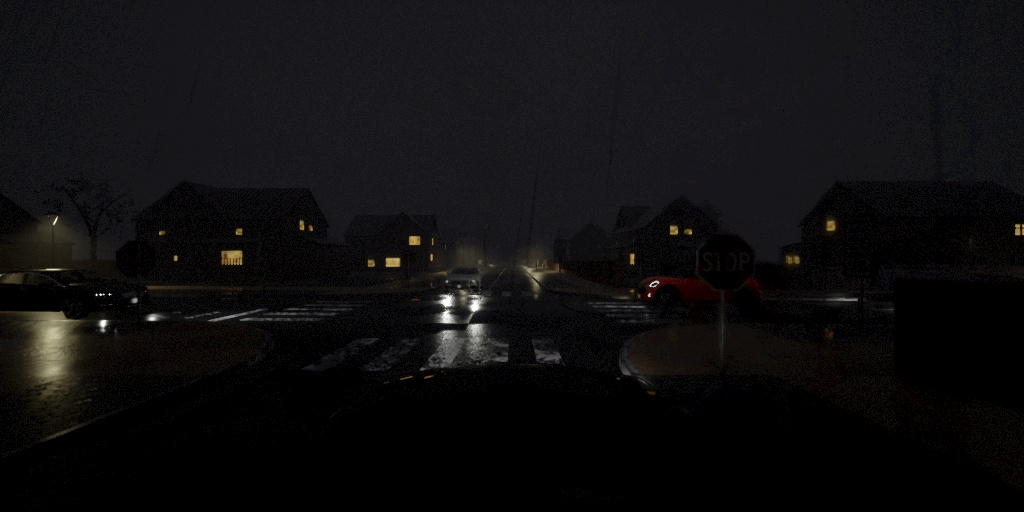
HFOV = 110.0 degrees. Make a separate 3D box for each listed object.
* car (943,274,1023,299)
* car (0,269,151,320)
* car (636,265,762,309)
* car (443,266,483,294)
[{"bbox_3d":[19.319,1.434,14.782,4.181,1.385,1.994,0,0,0],"label":"car"},{"bbox_3d":[-14.861,1.186,11.811,4.902,1.511,2.128,0,0,0],"label":"car"},{"bbox_3d":[7.685,1.154,15.106,4.553,1.767,2.097,1,0,5],"label":"car"},{"bbox_3d":[-2.709,1.301,20.748,1.812,1.442,4.674,0,0,0],"label":"car"}]
